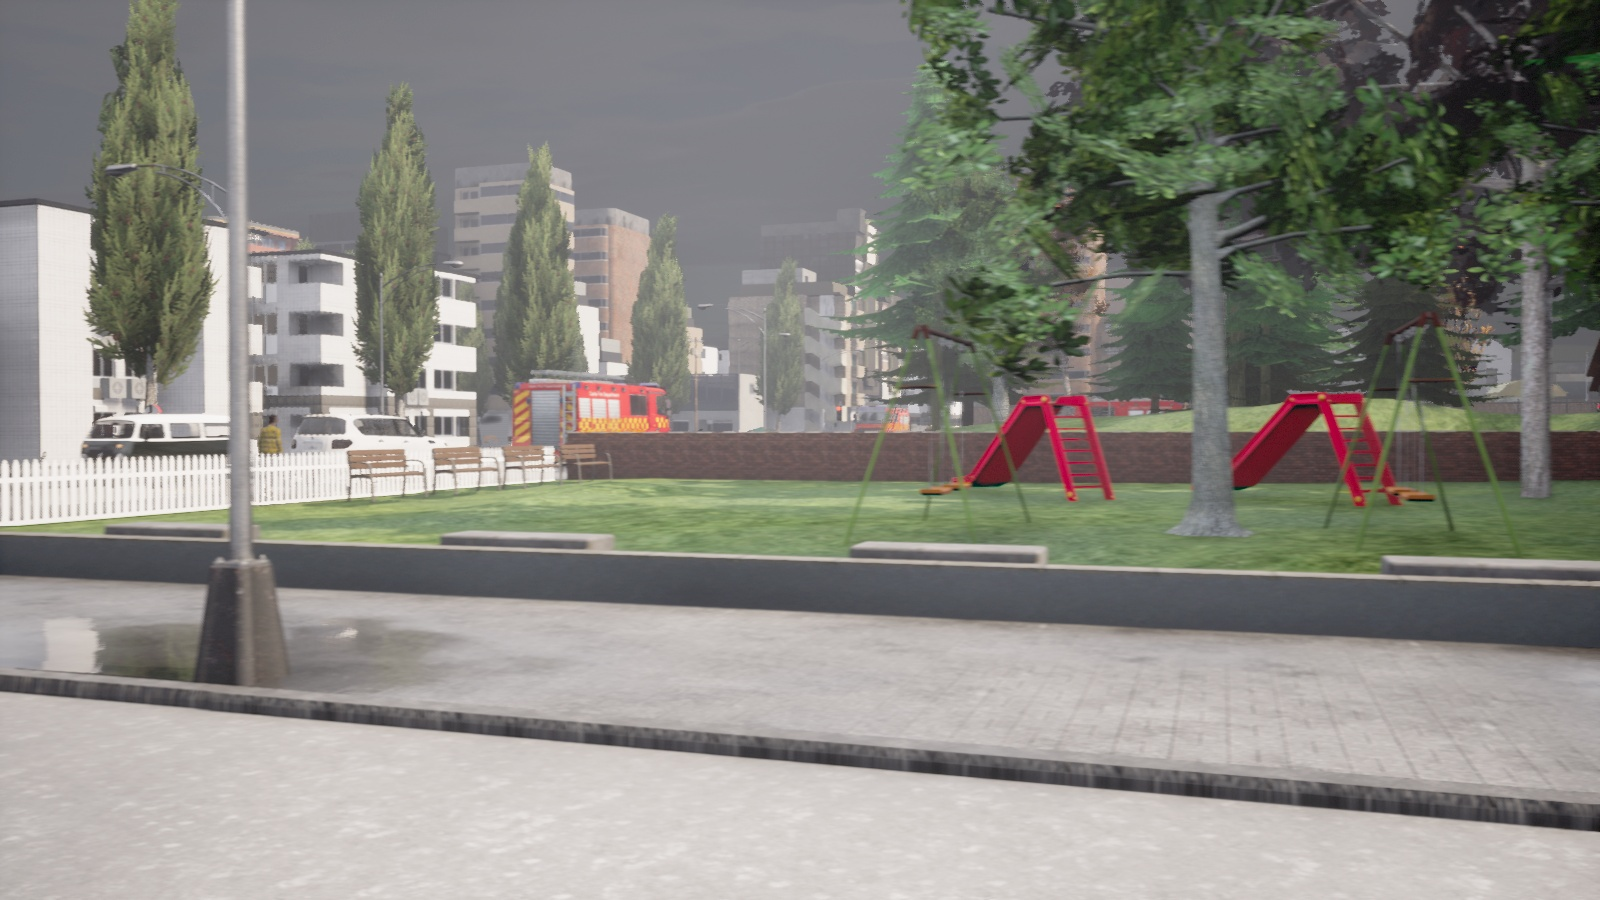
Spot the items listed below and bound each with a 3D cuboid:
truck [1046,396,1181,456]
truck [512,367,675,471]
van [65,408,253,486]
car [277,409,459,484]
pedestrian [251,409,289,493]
[{"bbox_3d":[20.810,-1.608,83.427,8.468,3.827,2.891,1,1,19],"label":"truck"},{"bbox_3d":[-8.129,-1.222,50.835,2.891,3.827,8.468,1,1,19],"label":"truck"},{"bbox_3d":[-17.728,-0.123,35.005,2.069,2.038,4.480,1,1,19],"label":"van"},{"bbox_3d":[-12.699,-0.140,37.378,2.150,2.045,5.566,1,1,19],"label":"car"},{"bbox_3d":[-11.765,0.013,27.878,0.431,1.840,0.709,1,1,16],"label":"pedestrian"}]
